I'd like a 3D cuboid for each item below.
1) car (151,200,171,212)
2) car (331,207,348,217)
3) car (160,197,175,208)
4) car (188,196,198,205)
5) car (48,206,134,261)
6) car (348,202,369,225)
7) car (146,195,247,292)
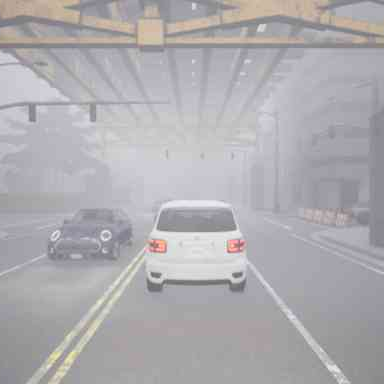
[{"bbox_3d":[-3.571,1.597,39.080,1.895,1.301,4.718,0,0,0],"label":"car"},{"bbox_3d":[13.653,1.292,26.257,4.536,1.218,1.853,0,0,25],"label":"car"},{"bbox_3d":[-3.556,1.521,49.028,1.812,1.442,4.674,0,0,0],"label":"car"},{"bbox_3d":[0.141,1.519,59.647,1.812,1.442,4.674,0,0,0],"label":"car"},{"bbox_3d":[-3.487,1.351,12.273,2.097,1.767,4.553,0,0,0],"label":"car"},{"bbox_3d":[13.277,1.450,22.120,4.974,1.542,2.038,0,0,-20],"label":"car"},{"bbox_3d":[0.085,1.221,9.075,2.150,2.045,5.566,0,0,0],"label":"car"}]
